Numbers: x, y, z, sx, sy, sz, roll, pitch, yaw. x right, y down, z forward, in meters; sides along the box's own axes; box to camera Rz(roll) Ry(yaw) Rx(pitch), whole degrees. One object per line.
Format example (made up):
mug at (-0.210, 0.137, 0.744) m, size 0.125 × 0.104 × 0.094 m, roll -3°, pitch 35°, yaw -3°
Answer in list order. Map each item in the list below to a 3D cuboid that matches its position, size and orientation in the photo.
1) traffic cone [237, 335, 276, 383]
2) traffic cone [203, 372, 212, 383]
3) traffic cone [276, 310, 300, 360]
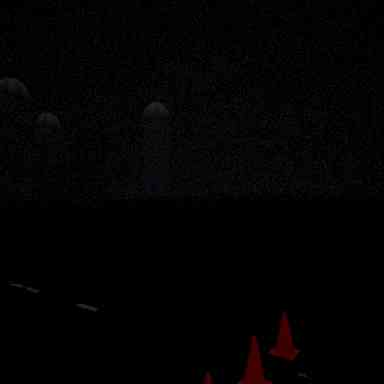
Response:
traffic cone at (0.720, 1.969, 3.879) m, size 0.340 × 0.580 × 0.340 m, roll 0°, pitch 0°, yaw 35°
traffic cone at (0.141, 1.965, 3.064) m, size 0.340 × 0.580 × 0.340 m, roll 0°, pitch 0°, yaw 35°
traffic cone at (1.298, 1.972, 4.692) m, size 0.340 × 0.580 × 0.340 m, roll 0°, pitch 0°, yaw 35°
